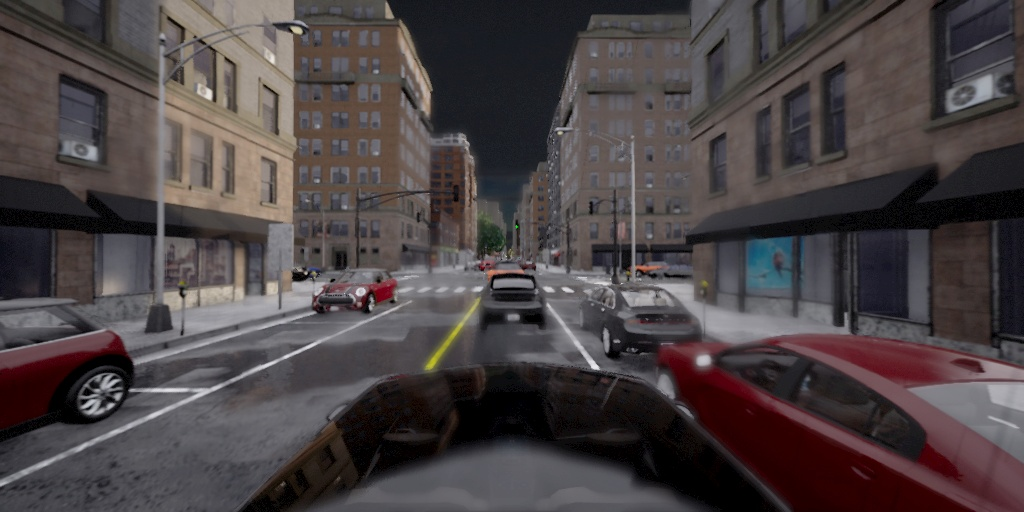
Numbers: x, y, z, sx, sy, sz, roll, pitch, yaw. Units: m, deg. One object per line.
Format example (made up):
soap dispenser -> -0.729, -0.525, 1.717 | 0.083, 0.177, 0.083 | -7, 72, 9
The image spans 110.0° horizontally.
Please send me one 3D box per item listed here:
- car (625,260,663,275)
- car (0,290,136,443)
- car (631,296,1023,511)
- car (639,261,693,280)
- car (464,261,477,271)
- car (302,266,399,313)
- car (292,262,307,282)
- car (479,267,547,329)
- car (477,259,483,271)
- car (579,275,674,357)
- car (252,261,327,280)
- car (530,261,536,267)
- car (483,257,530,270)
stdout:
car -> 13.987, 1.290, 36.725 | 4.553, 1.767, 2.097 | 0, -1, 0
car -> -5.857, 1.192, 2.843 | 1.967, 1.591, 4.097 | 0, 0, 0
car -> 2.670, 1.297, 2.845 | 1.888, 1.381, 4.507 | 0, 0, 0
car -> 15.156, 1.457, 33.465 | 5.357, 1.411, 2.033 | 0, -1, 0
car -> -5.960, 1.446, 52.190 | 2.007, 1.370, 4.403 | 0, 0, -1
car -> -5.850, 1.218, 13.830 | 1.967, 1.591, 4.097 | 0, 0, 0
car -> -18.047, 0.918, 26.590 | 5.566, 2.045, 2.150 | 0, -1, -1
car -> 0.028, 1.278, 11.312 | 1.837, 1.490, 4.892 | 0, 0, 0
car -> -3.182, 1.110, 50.094 | 2.150, 2.045, 5.566 | 0, 0, 0
car -> 2.673, 1.316, 8.337 | 2.007, 1.370, 4.403 | 0, 0, 0
car -> -18.440, 1.206, 29.843 | 5.008, 1.535, 1.882 | 0, -1, 0
car -> 2.566, 1.441, 52.262 | 1.888, 1.381, 4.507 | 0, 0, -1
car -> -0.483, 1.120, 22.801 | 2.097, 1.767, 4.553 | 0, 0, -9
